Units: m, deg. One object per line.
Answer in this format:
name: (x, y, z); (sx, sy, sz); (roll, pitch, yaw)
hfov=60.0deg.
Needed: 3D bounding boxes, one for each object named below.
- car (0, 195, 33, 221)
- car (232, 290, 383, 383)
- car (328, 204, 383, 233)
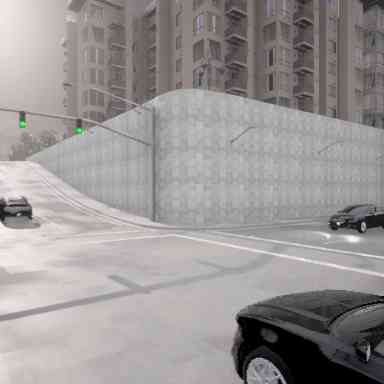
car: (-12.362, 0.984, 22.986); (2.128, 1.511, 4.902); (0, 5, -36)
car: (2.410, 1.483, 2.438); (1.882, 1.535, 5.008); (0, 0, -36)
car: (10.056, 1.505, 19.773); (4.892, 1.490, 1.837); (0, 0, -36)
